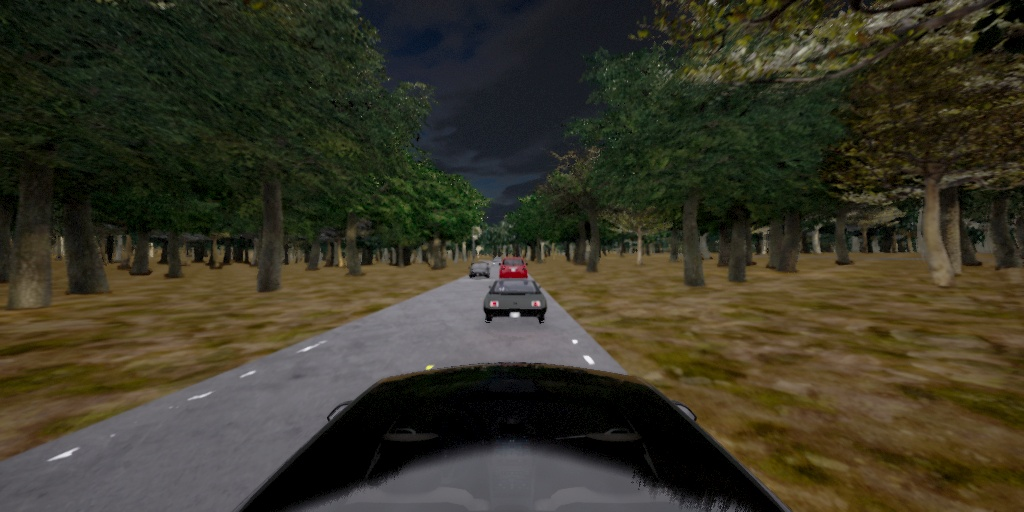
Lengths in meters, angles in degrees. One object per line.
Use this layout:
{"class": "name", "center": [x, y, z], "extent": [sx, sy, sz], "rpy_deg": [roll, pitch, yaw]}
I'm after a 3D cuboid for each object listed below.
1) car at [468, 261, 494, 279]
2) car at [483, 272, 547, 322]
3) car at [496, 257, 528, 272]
{"class": "car", "center": [-3.083, 1.429, 34.881], "extent": [1.837, 1.490, 4.892], "rpy_deg": [0, 0, 0]}
{"class": "car", "center": [0.096, 1.423, 12.552], "extent": [1.895, 1.301, 4.718], "rpy_deg": [0, 0, 0]}
{"class": "car", "center": [0.106, 1.124, 28.600], "extent": [2.150, 2.045, 5.566], "rpy_deg": [0, 0, 0]}
